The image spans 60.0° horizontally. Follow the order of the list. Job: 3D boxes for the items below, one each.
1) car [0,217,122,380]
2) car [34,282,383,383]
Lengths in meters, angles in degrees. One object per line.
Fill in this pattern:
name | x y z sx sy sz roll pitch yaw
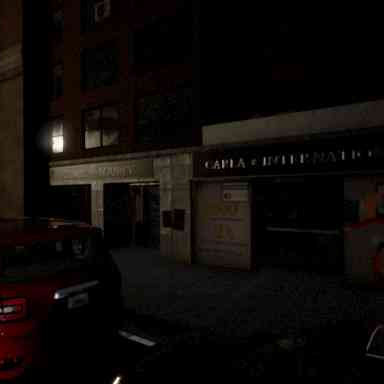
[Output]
car | -3.229 1.317 5.161 5.009 1.841 2.192 0 -1 35
car | 1.232 1.551 1.976 4.403 1.369 2.008 0 -1 35
